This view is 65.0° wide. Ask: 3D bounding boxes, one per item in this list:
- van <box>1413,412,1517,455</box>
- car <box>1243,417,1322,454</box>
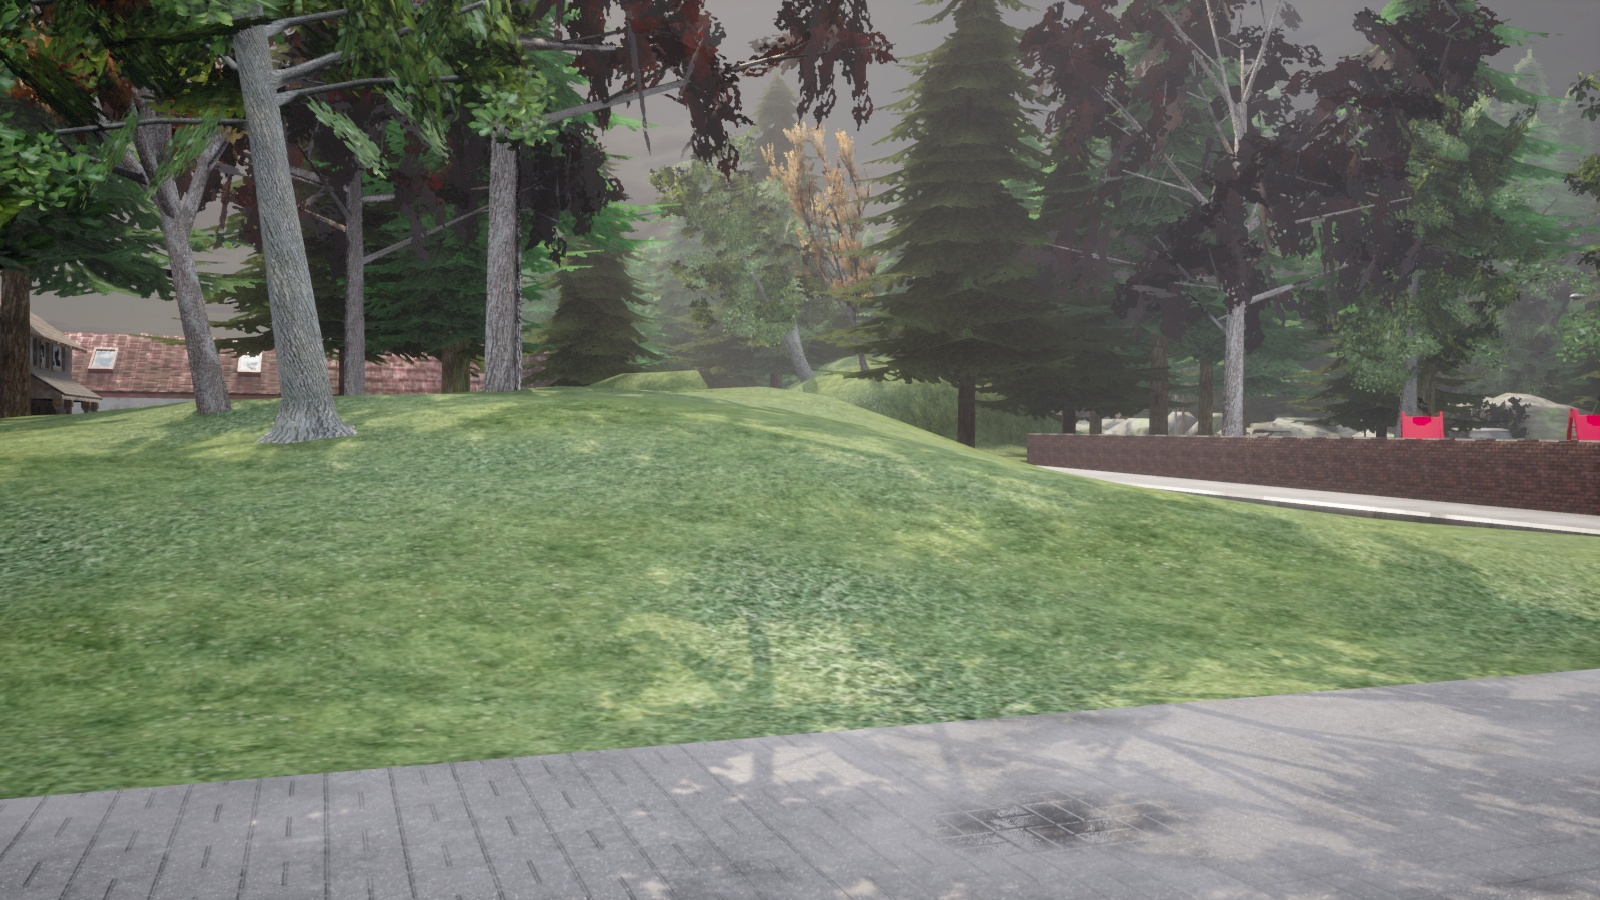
[{"bbox_3d":[32.511,-0.803,61.539,1.775,1.987,4.442,-1,1,-21],"label":"van"},{"bbox_3d":[25.921,-0.786,67.575,1.905,1.878,3.866,-1,1,-21],"label":"car"}]
